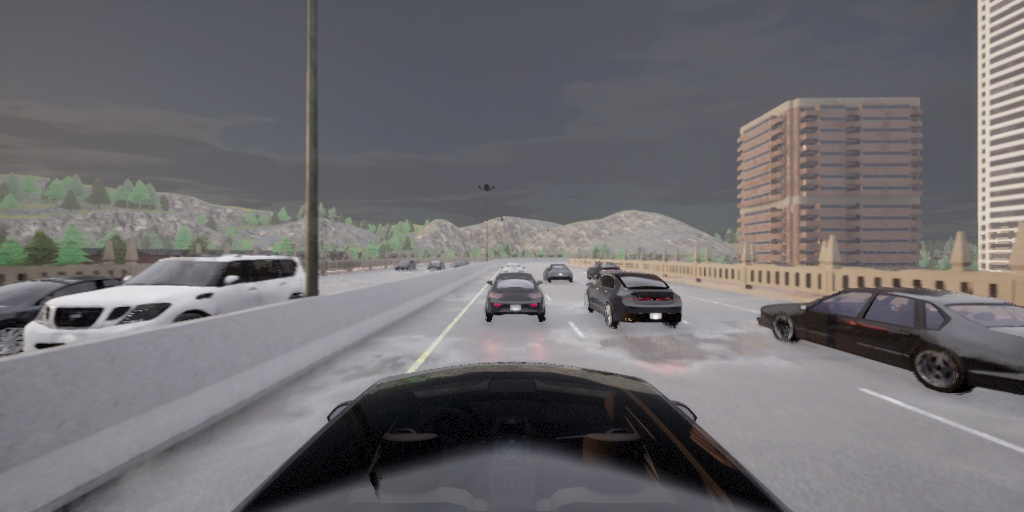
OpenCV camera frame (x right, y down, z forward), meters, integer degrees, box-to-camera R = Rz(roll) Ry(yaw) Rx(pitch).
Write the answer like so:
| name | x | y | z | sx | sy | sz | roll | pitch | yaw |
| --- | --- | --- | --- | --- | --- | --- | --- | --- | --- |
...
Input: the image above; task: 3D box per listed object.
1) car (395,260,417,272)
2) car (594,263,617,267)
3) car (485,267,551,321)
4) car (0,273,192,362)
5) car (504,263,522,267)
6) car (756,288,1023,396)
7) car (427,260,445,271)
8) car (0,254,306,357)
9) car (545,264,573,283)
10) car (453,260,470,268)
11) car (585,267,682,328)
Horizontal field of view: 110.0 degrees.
| name | x | y | z | sx | sy | sz | roll | pitch | yaw |
| --- | --- | --- | --- | --- | --- | --- | --- | --- | --- |
| car | -14.071 | 1.276 | 47.683 | 1.837 | 1.490 | 4.892 | 0 | -1 | 0 |
| car | 7.103 | 1.252 | 27.900 | 2.128 | 1.511 | 4.902 | 0 | 0 | 0 |
| car | 0.101 | 1.280 | 12.355 | 1.812 | 1.442 | 4.674 | 0 | 0 | 0 |
| car | -10.599 | 1.258 | 8.396 | 1.837 | 1.490 | 4.892 | 0 | 0 | 0 |
| car | 0.090 | 1.287 | 29.056 | 1.812 | 1.442 | 4.674 | 0 | 0 | 0 |
| car | 7.099 | 1.300 | 6.581 | 2.033 | 1.411 | 5.357 | 0 | 0 | 0 |
| car | -10.572 | 1.296 | 50.383 | 1.812 | 1.442 | 4.674 | 0 | 0 | 0 |
| car | -7.100 | 0.974 | 8.500 | 2.150 | 2.045 | 5.566 | 0 | 0 | 0 |
| car | 3.603 | 1.325 | 28.548 | 1.994 | 1.385 | 4.181 | 0 | 0 | 0 |
| car | -7.074 | 1.274 | 50.428 | 1.837 | 1.490 | 4.892 | 0 | 0 | 0 |
| car | 3.601 | 1.259 | 11.400 | 1.837 | 1.490 | 4.892 | 0 | 0 | 0 |
